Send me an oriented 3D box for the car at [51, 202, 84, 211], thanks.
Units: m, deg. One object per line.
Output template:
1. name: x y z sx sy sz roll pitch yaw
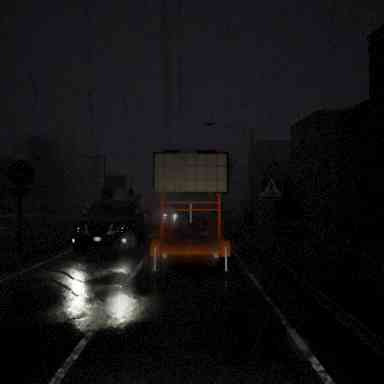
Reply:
1. car: -21.884 2.617 58.598 4.892 1.521 2.231 0 -1 0

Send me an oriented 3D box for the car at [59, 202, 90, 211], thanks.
1. car: -21.886 2.695 61.871 5.008 1.535 2.097 0 -1 0

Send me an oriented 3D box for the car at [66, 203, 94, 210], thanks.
1. car: -21.870 2.812 65.018 4.674 1.452 2.002 0 -1 0

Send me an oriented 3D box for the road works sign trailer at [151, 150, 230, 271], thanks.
1. road works sign trailer: -0.038 0.449 10.754 2.380 3.560 2.880 0 -1 0

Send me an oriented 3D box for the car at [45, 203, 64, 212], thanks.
1. car: -21.895 2.576 55.322 4.674 1.452 2.002 0 -1 0

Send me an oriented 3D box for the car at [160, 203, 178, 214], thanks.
1. car: -3.204 2.529 48.638 1.895 1.301 4.718 0 -1 0

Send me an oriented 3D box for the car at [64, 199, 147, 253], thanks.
1. car: -3.351 1.343 14.462 2.150 2.045 5.566 0 -1 -1
